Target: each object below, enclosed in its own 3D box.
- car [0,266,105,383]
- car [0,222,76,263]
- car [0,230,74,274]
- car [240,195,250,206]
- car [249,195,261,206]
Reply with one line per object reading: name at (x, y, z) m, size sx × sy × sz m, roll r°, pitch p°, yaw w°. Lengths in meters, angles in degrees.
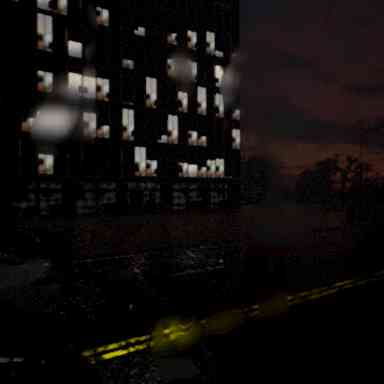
car at (-2.693, 1.514, 1.519) m, size 4.674 × 1.442 × 1.812 m, roll 1°, pitch -1°, yaw -35°
car at (-5.326, 1.506, 7.871) m, size 4.892 × 1.490 × 1.837 m, roll 1°, pitch 0°, yaw -35°
car at (-4.318, 1.517, 4.597) m, size 4.674 × 1.442 × 1.812 m, roll 1°, pitch 0°, yaw -35°
car at (8.461, 1.960, 64.696) m, size 1.882 × 1.535 × 5.008 m, roll 0°, pitch 0°, yaw -32°
car at (11.241, 1.682, 66.410) m, size 2.150 × 2.045 × 5.566 m, roll 0°, pitch 0°, yaw -33°
